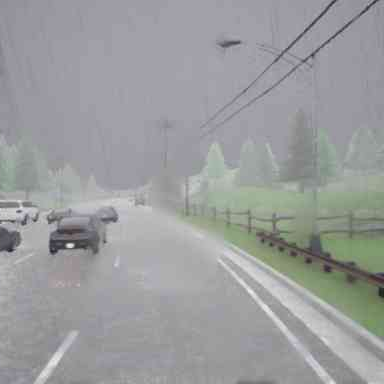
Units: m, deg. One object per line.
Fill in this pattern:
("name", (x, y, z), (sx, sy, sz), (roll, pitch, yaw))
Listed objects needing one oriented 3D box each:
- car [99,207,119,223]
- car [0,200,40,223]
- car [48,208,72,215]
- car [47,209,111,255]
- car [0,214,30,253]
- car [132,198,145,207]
("car", (-7.729, 2.007, 30.188), (1.994, 1.385, 4.181), (0, -1, -11))
("car", (-14.345, 1.667, 27.487), (2.150, 2.045, 5.566), (0, -1, -11))
("car", (-11.003, 2.041, 28.658), (1.895, 1.301, 4.718), (0, -1, -11))
("car", (-4.811, 1.726, 14.533), (1.837, 1.490, 4.892), (0, 0, -9))
("car", (-7.949, 1.752, 11.979), (2.033, 1.411, 5.357), (0, -1, -8))
("car", (-12.006, 2.292, 76.153), (2.150, 2.045, 5.566), (0, -1, -11))
